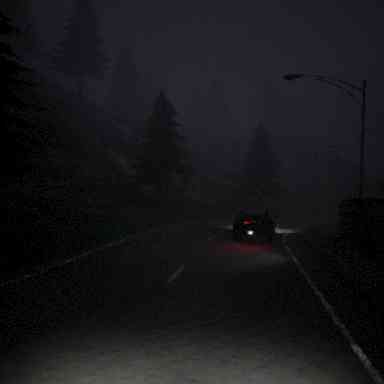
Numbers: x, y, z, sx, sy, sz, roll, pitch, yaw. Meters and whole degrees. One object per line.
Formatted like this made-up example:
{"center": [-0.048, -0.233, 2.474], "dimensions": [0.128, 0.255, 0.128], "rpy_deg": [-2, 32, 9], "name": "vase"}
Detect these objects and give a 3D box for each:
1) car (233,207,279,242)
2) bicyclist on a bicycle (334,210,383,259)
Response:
{"center": [3.297, 1.563, 17.092], "dimensions": [1.837, 1.490, 4.892], "rpy_deg": [1, 0, 16], "name": "car"}
{"center": [5.725, 1.453, 11.361], "dimensions": [1.656, 1.620, 0.582], "rpy_deg": [2, 0, 10], "name": "bicyclist on a bicycle"}
